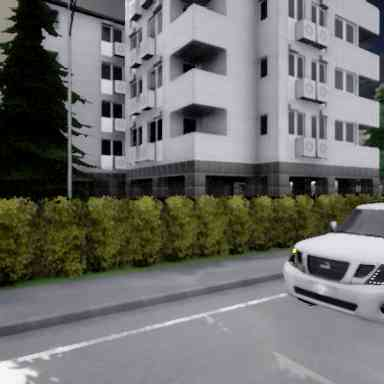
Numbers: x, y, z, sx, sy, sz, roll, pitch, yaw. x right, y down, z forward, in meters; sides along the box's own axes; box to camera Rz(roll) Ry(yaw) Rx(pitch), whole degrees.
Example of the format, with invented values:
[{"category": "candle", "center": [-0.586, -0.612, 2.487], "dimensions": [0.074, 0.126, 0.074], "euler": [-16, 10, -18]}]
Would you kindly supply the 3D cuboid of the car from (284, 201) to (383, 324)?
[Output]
[{"category": "car", "center": [4.393, 1.217, 6.829], "dimensions": [5.566, 2.045, 2.150], "euler": [0, 0, -33]}]
